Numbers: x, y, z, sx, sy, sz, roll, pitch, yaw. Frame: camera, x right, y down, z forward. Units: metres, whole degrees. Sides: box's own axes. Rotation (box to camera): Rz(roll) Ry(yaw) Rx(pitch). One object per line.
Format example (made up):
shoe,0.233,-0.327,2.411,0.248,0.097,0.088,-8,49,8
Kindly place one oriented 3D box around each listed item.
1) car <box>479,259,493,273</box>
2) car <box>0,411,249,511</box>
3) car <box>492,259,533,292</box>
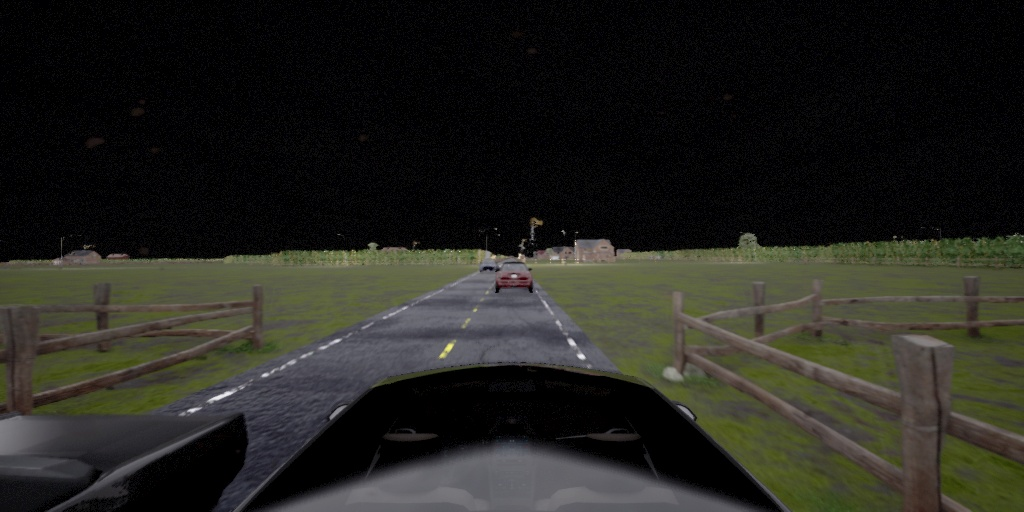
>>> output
car,-2.779,1.133,43.814,2.097,1.767,4.553,0,0,0
car,-2.857,1.349,0.359,1.895,1.301,4.718,0,0,0
car,0.122,1.112,21.386,2.097,1.767,4.553,0,0,0
